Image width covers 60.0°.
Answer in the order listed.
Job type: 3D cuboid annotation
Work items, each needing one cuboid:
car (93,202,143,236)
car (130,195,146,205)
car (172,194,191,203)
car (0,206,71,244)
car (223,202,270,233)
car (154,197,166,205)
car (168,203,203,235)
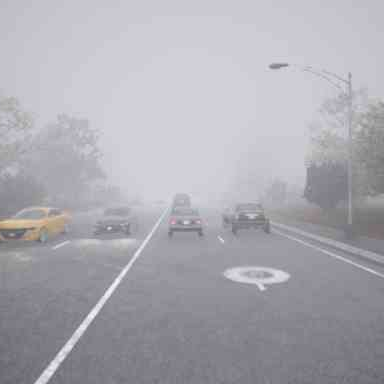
[{"bbox_3d":[-4.076,1.510,18.450,1.837,1.490,4.892,0,0,-2],"label":"car"},{"bbox_3d":[-9.066,1.362,55.941,2.097,1.767,4.553,0,0,-2],"label":"car"},{"bbox_3d":[-1.270,1.223,40.474,2.150,2.045,5.566,0,0,-2],"label":"car"},{"bbox_3d":[-7.493,1.486,16.160,1.882,1.535,5.008,0,0,-2],"label":"car"},{"bbox_3d":[3.071,1.348,19.601,2.097,1.767,4.553,0,0,-2],"label":"car"},{"bbox_3d":[-5.665,1.531,58.654,1.812,1.442,4.674,0,0,-2],"label":"car"},{"bbox_3d":[-0.385,1.548,18.678,2.033,1.411,5.357,0,0,-2],"label":"car"}]
